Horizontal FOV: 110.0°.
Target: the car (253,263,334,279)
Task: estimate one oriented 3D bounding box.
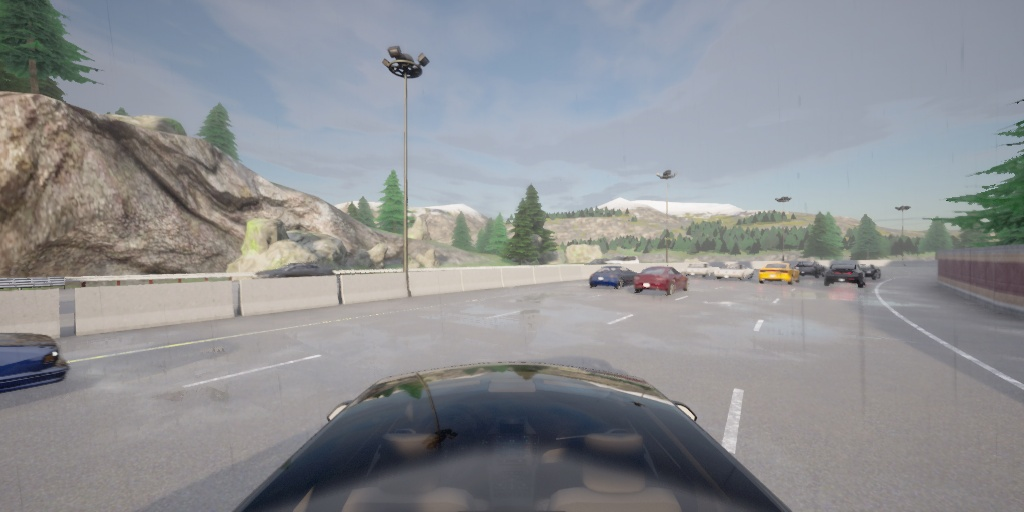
[{"bbox_3d":[-14.906,1.241,24.735,2.128,1.511,4.902,0,0,37],"label":"car"}]

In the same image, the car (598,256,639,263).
[{"bbox_3d":[13.692,0.971,44.743,5.566,2.045,2.150,0,0,-40],"label":"car"}]

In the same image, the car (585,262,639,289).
[{"bbox_3d":[6.690,1.314,23.091,1.994,1.385,4.181,0,0,42],"label":"car"}]

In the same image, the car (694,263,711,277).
[{"bbox_3d":[18.343,1.351,34.602,4.718,1.301,1.895,0,0,-41],"label":"car"}]

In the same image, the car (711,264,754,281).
[{"bbox_3d":[19.001,1.351,30.529,4.718,1.301,1.895,0,0,-43],"label":"car"}]

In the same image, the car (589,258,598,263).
[{"bbox_3d":[11.507,1.099,47.477,4.553,1.767,2.097,0,0,-40],"label":"car"}]

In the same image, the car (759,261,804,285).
[{"bbox_3d":[19.697,1.228,26.361,5.008,1.535,1.882,0,0,-44],"label":"car"}]

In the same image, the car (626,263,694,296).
[{"bbox_3d":[8.175,1.275,19.530,1.812,1.442,4.674,0,0,41],"label":"car"}]

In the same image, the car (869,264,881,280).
[{"bbox_3d":[30.379,1.351,31.004,4.718,1.301,1.895,0,0,-39],"label":"car"}]

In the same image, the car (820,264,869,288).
[{"bbox_3d":[22.454,1.255,24.155,4.892,1.490,1.837,0,0,-43],"label":"car"}]

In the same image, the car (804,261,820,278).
[{"bbox_3d":[27.621,1.241,33.254,4.902,1.511,2.128,0,0,-39],"label":"car"}]

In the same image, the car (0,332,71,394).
[{"bbox_3d":[-8.409,1.297,3.318,2.033,1.411,5.357,0,0,33],"label":"car"}]
